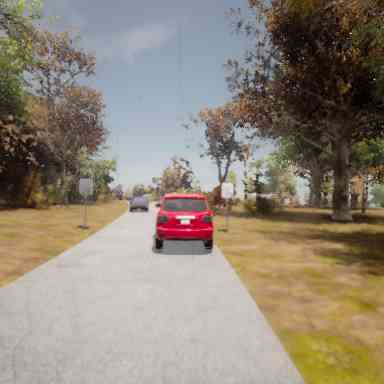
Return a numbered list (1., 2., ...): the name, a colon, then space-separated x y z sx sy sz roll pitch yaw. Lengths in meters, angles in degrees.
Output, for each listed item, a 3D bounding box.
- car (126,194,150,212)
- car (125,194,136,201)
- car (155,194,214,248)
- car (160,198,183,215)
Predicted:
1. car: -5.135 1.185 32.787 2.033 1.411 5.357 1 0 -8
2. car: -13.446 1.217 72.638 2.033 1.411 5.357 1 -1 -15
3. car: -0.387 1.085 14.143 2.150 2.045 5.566 1 1 -3
4. car: -1.989 1.297 31.334 1.895 1.301 4.718 1 0 -7
